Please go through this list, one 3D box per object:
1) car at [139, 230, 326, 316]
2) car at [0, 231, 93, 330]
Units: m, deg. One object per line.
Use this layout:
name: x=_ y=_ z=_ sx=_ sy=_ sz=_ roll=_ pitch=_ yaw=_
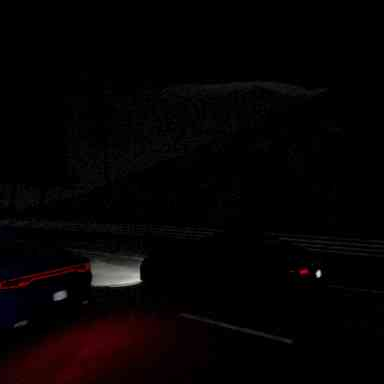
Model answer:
car: x=0.794 y=1.576 z=7.602 sx=4.181 sy=1.385 sz=1.994 roll=-1 pitch=0 yaw=34
car: x=-4.187 y=1.530 z=6.737 sx=5.008 sy=1.535 sz=1.882 roll=0 pitch=0 yaw=34
